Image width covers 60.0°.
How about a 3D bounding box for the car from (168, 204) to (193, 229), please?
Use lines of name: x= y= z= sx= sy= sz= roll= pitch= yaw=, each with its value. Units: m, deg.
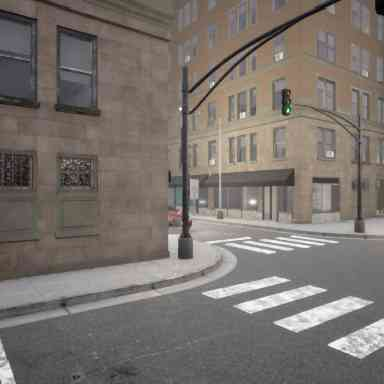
car: x=-1.868 y=1.427 z=19.848 sx=1.812 sy=1.442 sz=4.674 roll=0 pitch=0 yaw=-36
